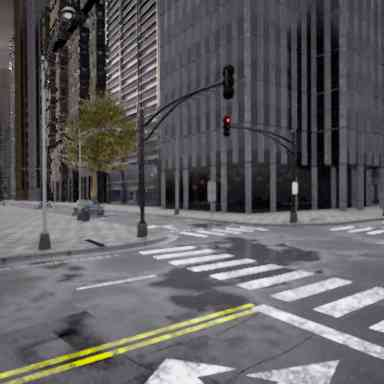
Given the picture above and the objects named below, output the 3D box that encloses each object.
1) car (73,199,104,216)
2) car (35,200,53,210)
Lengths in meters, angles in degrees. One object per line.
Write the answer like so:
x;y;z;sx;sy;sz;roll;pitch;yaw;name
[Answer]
-10.728;1.565;34.346;2.097;1.767;4.553;-1;0;-35;car
-23.362;2.004;52.274;1.994;1.385;4.181;-1;0;-35;car
